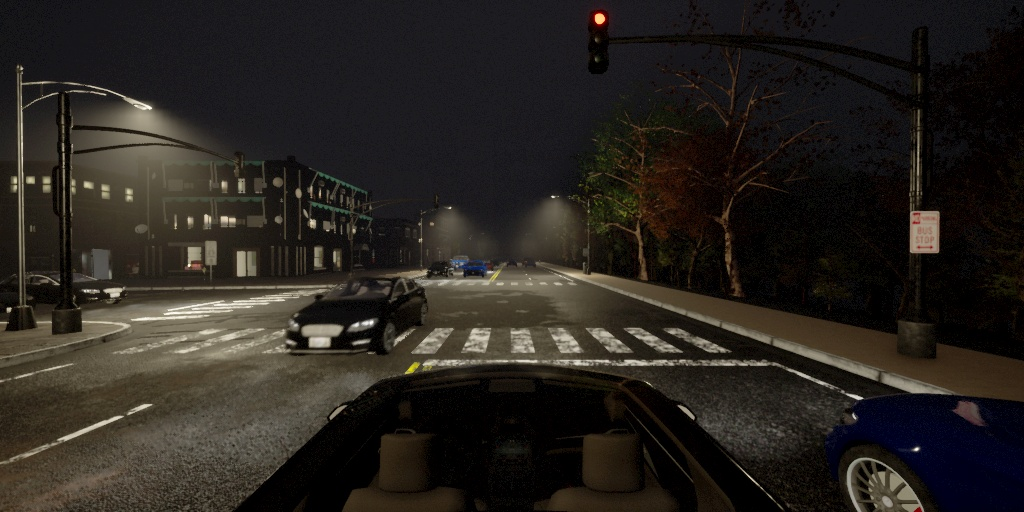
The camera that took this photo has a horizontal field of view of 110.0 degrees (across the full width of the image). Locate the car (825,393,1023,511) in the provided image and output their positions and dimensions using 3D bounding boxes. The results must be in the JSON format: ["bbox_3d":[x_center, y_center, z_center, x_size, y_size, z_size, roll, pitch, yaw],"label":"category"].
[{"bbox_3d":[3.358,1.276,0.850,1.812,1.442,4.674,0,0,1],"label":"car"}]

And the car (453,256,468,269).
[{"bbox_3d":[-6.688,0.955,46.306,2.150,2.045,5.566,0,0,0],"label":"car"}]

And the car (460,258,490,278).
[{"bbox_3d":[-3.415,1.218,33.866,1.882,1.535,5.008,0,0,0],"label":"car"}]

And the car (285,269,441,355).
[{"bbox_3d":[-3.364,1.240,8.717,2.128,1.511,4.902,0,0,0],"label":"car"}]

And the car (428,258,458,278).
[{"bbox_3d":[-6.661,1.245,33.797,1.837,1.490,4.892,0,0,0],"label":"car"}]

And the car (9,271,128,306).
[{"bbox_3d":[-19.649,1.460,15.525,4.902,1.511,2.128,-1,1,0],"label":"car"}]

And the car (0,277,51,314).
[{"bbox_3d":[-19.969,1.565,12.818,4.313,1.339,1.948,0,0,0],"label":"car"}]

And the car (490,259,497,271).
[{"bbox_3d":[-3.439,1.298,47.261,1.994,1.385,4.181,0,0,0],"label":"car"}]

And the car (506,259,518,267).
[{"bbox_3d":[-0.030,1.252,64.933,1.812,1.442,4.674,0,0,0],"label":"car"}]

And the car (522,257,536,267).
[{"bbox_3d":[3.234,1.274,63.655,2.033,1.411,5.357,0,0,0],"label":"car"}]
